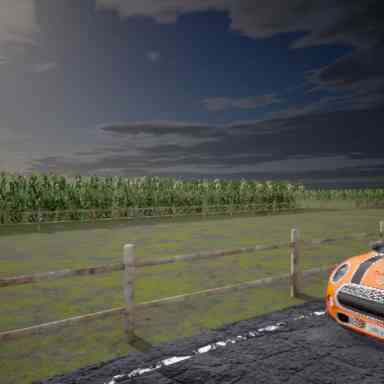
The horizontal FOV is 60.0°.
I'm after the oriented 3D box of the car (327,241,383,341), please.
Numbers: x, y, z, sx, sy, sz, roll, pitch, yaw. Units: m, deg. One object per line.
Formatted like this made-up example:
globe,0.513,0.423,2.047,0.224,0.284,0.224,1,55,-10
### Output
car,4.488,1.351,5.886,4.553,1.767,2.097,0,0,-32
